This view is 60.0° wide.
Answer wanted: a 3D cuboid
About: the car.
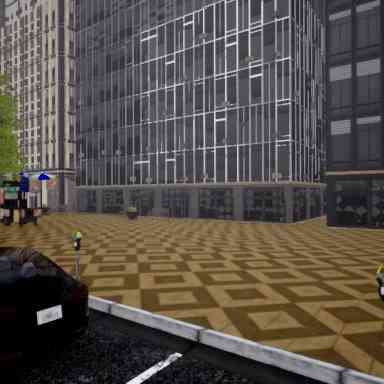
[{"bbox_3d":[-3.464,1.566,5.359,4.313,1.339,1.947,0,0,36],"label":"car"}]
